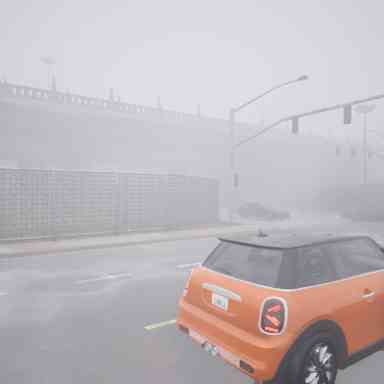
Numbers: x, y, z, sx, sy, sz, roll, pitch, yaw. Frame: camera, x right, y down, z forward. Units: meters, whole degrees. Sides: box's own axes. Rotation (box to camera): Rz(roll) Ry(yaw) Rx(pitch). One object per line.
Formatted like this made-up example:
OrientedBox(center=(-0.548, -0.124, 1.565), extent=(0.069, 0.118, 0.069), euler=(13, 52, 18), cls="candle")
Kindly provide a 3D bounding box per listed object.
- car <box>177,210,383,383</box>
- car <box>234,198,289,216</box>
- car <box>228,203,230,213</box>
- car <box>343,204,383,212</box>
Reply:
OrientedBox(center=(2.081, 1.352, 5.272), extent=(4.553, 1.767, 2.097), euler=(0, 0, -35), cls="car")
OrientedBox(center=(5.889, 1.560, 27.827), extent=(1.837, 1.490, 4.892), euler=(0, 0, -36), cls="car")
OrientedBox(center=(5.765, 1.407, 34.018), extent=(2.097, 1.767, 4.553), euler=(0, 0, -36), cls="car")
OrientedBox(center=(13.325, 1.570, 23.439), extent=(2.033, 1.411, 5.357), euler=(0, 0, -36), cls="car")
